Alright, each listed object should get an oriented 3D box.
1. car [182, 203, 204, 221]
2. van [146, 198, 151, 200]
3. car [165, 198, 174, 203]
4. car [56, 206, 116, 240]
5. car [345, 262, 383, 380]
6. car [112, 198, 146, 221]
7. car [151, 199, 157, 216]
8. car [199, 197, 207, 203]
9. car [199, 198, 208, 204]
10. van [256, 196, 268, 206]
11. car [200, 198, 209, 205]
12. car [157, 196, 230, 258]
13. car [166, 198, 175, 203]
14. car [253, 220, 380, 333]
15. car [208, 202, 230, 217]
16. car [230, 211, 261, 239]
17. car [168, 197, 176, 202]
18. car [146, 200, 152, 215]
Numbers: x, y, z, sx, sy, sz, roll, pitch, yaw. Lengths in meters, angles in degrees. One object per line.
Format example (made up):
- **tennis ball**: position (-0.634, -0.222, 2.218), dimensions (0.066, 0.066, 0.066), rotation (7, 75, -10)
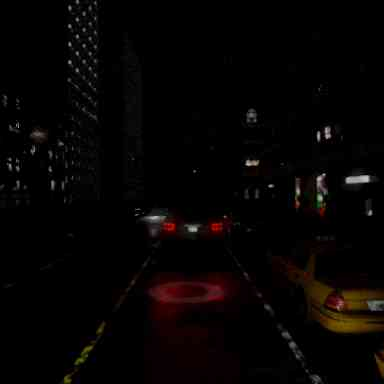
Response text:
- **car**: position (0.067, 1.717, 29.673), dimensions (1.812, 1.442, 4.674), rotation (0, -1, 0)
- **van**: position (-5.702, 1.602, 39.935), dimensions (1.690, 1.788, 3.998), rotation (0, 0, 0)
- **car**: position (-5.708, 2.125, 83.378), dimensions (1.887, 1.381, 4.507), rotation (0, 0, 0)
- **car**: position (-5.697, 1.680, 17.843), dimensions (1.947, 1.339, 4.313), rotation (0, 0, 0)
- **car**: position (2.686, 1.535, 1.444), dimensions (1.752, 1.417, 4.829), rotation (0, 0, 0)
- **car**: position (-5.701, 1.501, 28.889), dimensions (2.192, 1.841, 5.009), rotation (0, 0, 0)
- **car**: position (-3.078, 1.738, 35.677), dimensions (1.837, 1.490, 4.892), rotation (0, -1, 0)
- **car**: position (2.671, 2.021, 83.379), dimensions (1.967, 1.590, 4.097), rotation (0, 0, 0)
- **car**: position (2.672, 2.083, 77.851), dimensions (1.887, 1.381, 4.507), rotation (0, 0, 0)
- **van**: position (13.698, 1.514, 59.884), dimensions (3.998, 1.788, 1.690), rotation (-1, 1, 0)
- **car**: position (2.673, 2.042, 72.324), dimensions (1.887, 1.381, 4.507), rotation (0, 0, 0)
- **car**: position (0.062, 1.306, 13.290), dimensions (2.150, 2.045, 5.566), rotation (0, 0, 1)
- **car**: position (-5.709, 2.189, 88.905), dimensions (1.947, 1.339, 4.313), rotation (0, 0, 0)
- **car**: position (2.684, 1.570, 6.968), dimensions (1.752, 1.417, 4.829), rotation (0, 0, 0)
- **car**: position (2.680, 1.768, 34.411), dimensions (1.887, 1.381, 4.507), rotation (0, 0, 0)
- **car**: position (2.683, 1.659, 17.844), dimensions (1.887, 1.381, 4.507), rotation (0, 0, 0)
- **car**: position (-5.711, 2.108, 94.434), dimensions (1.967, 1.590, 4.097), rotation (0, 0, 0)
- **car**: position (-5.700, 1.789, 34.411), dimensions (1.947, 1.339, 4.313), rotation (0, 0, 0)
